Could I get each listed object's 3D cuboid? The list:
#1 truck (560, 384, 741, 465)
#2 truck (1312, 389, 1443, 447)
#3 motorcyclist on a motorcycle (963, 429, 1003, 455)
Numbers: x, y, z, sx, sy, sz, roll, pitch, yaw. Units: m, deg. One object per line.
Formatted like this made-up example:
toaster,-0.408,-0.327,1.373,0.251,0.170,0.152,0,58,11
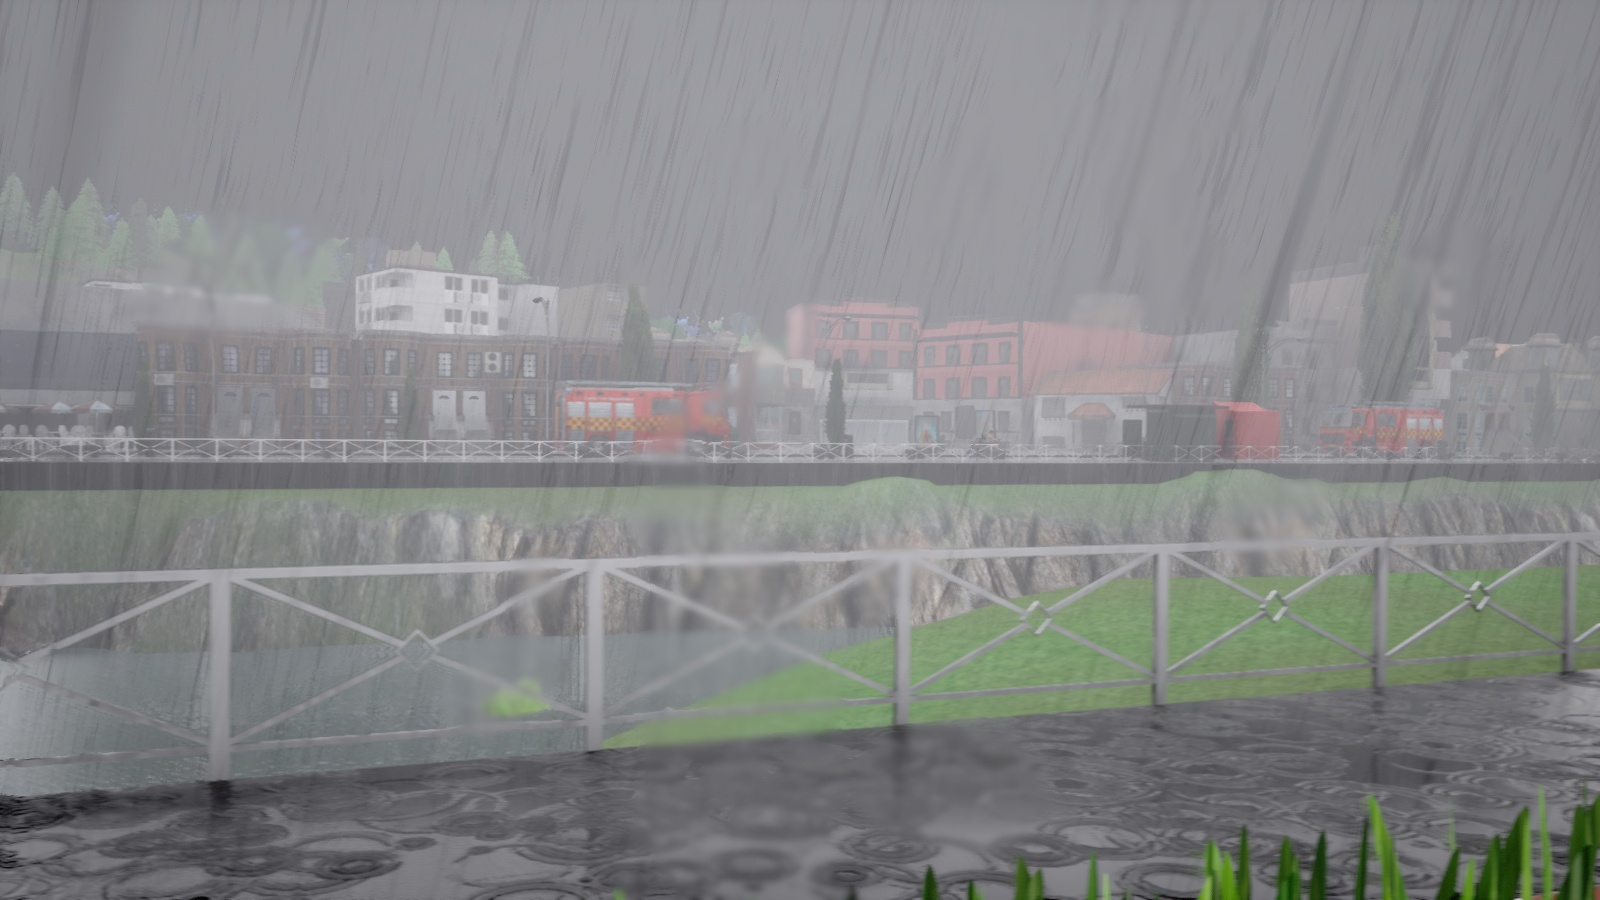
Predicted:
truck,-7.468,-1.305,62.631,8.468,3.827,2.891,-1,1,-21
truck,38.897,-2.163,84.527,8.468,3.827,2.891,-1,1,-21
motorcyclist on a motorcycle,10.778,-0.485,73.857,2.191,1.530,0.866,-1,1,-21
